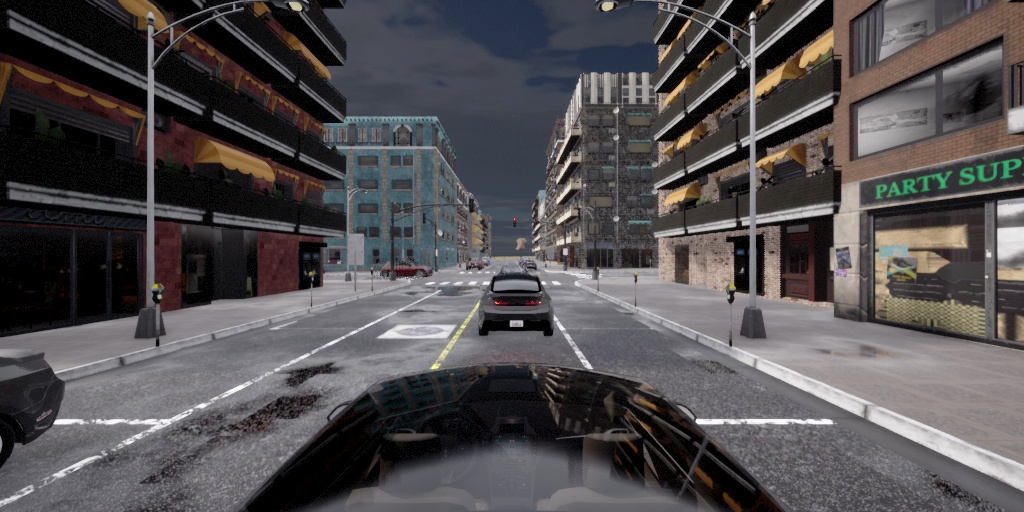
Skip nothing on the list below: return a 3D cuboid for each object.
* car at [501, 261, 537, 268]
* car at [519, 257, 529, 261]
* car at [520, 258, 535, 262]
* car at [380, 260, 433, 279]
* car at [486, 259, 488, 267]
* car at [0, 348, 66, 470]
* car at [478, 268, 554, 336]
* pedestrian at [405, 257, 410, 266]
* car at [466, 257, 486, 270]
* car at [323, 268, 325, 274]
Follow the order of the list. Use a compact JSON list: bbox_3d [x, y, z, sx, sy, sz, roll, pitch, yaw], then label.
[{"bbox_3d":[0.096,1.239,19.702,2.128,1.511,4.902,0,0,0],"label":"car"},{"bbox_3d":[2.548,1.312,62.047,1.802,1.307,4.207,0,0,0],"label":"car"},{"bbox_3d":[2.551,1.303,50.943,1.948,1.339,4.313,0,0,0],"label":"car"},{"bbox_3d":[-9.690,1.196,33.310,4.553,1.767,2.097,-1,0,0],"label":"car"},{"bbox_3d":[-5.331,1.278,56.493,1.888,1.381,4.507,0,0,0],"label":"car"},{"bbox_3d":[-5.315,1.300,1.691,2.007,1.370,4.403,0,0,0],"label":"car"},{"bbox_3d":[0.094,1.254,10.367,1.837,1.490,4.892,0,0,0],"label":"car"},{"bbox_3d":[-12.162,1.029,41.689,0.375,1.860,0.375,0,1,0],"label":"pedestrian"},{"bbox_3d":[-5.329,1.051,50.941,2.192,1.841,5.009,0,0,0],"label":"car"},{"bbox_3d":[-22.465,1.592,38.823,4.207,1.307,1.802,0,0,0],"label":"car"}]
